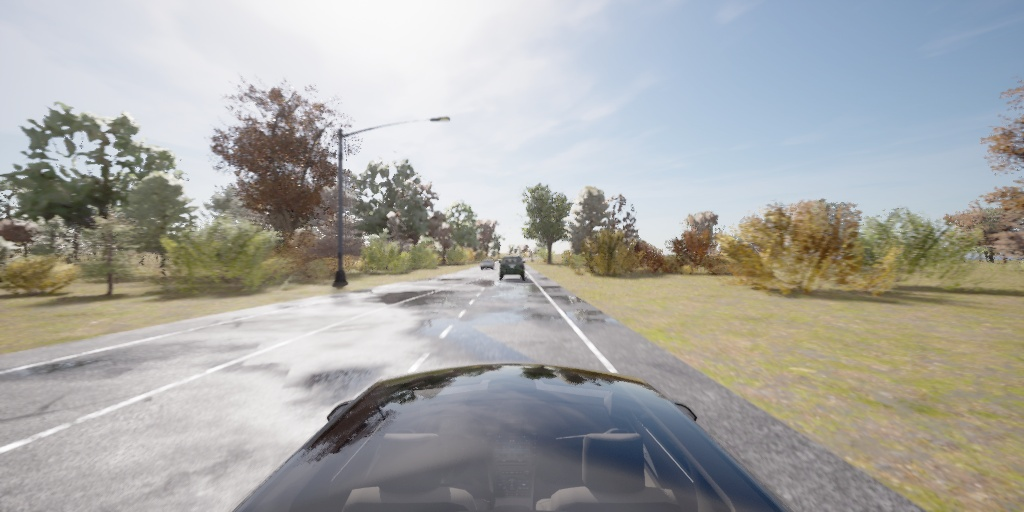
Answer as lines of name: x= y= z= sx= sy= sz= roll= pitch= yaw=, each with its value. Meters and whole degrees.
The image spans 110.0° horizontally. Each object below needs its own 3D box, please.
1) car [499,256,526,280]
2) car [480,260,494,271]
car: x=0.020 y=0.978 z=31.594 sx=2.150 sy=2.045 sz=5.566 roll=0 pitch=0 yaw=0
car: x=-3.476 y=1.271 z=50.598 sx=1.837 sy=1.490 sz=4.892 roll=0 pitch=0 yaw=0
